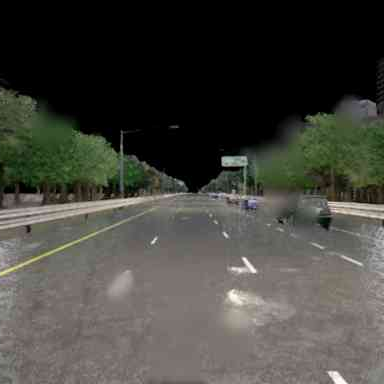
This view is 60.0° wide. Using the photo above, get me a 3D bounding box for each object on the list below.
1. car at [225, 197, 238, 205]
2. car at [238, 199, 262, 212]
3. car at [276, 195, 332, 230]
[{"bbox_3d":[7.199,1.542,59.655,1.812,1.442,4.674,0,0,0],"label":"car"},{"bbox_3d":[7.090,1.548,39.754,1.812,1.442,4.674,0,0,0],"label":"car"},{"bbox_3d":[7.028,1.230,21.428,2.150,2.045,5.566,0,0,0],"label":"car"}]
